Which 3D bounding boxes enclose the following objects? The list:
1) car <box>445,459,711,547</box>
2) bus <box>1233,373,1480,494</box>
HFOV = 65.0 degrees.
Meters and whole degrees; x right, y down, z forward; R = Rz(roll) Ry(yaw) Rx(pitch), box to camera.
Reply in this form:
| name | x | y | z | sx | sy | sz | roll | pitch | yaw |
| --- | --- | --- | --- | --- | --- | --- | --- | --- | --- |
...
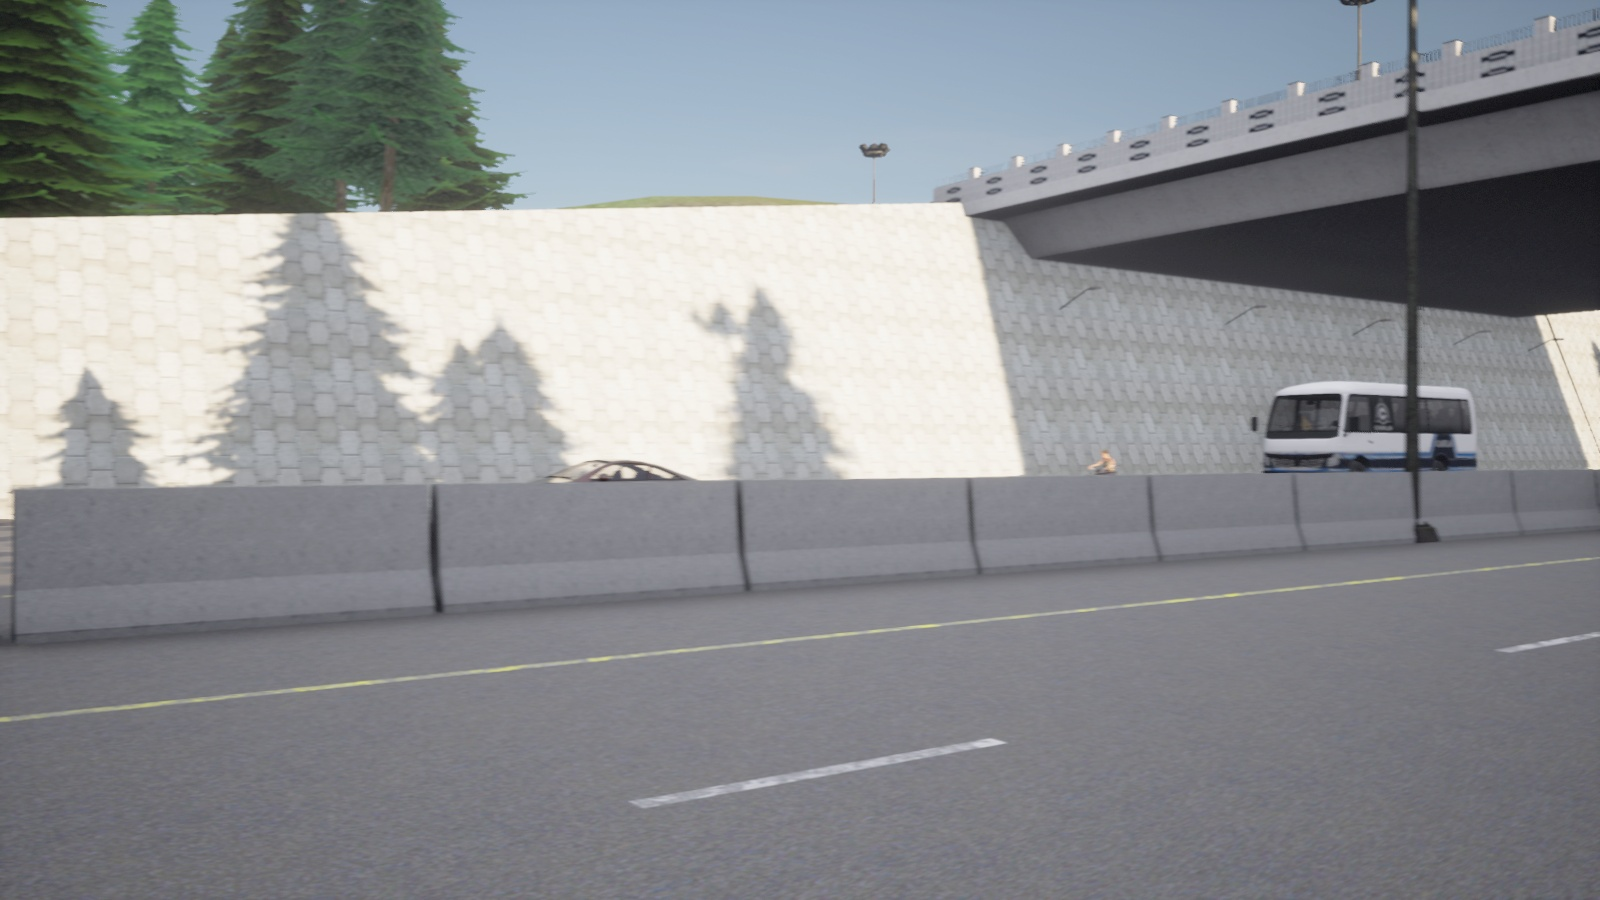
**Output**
| name | x | y | z | sx | sy | sz | roll | pitch | yaw |
| --- | --- | --- | --- | --- | --- | --- | --- | --- | --- |
| car | -3.897 | 0.867 | 22.268 | 4.181 | 1.385 | 1.994 | 0 | 0 | -35 |
| bus | 21.654 | -0.580 | 48.588 | 10.273 | 4.253 | 3.944 | 0 | 0 | -35 |
